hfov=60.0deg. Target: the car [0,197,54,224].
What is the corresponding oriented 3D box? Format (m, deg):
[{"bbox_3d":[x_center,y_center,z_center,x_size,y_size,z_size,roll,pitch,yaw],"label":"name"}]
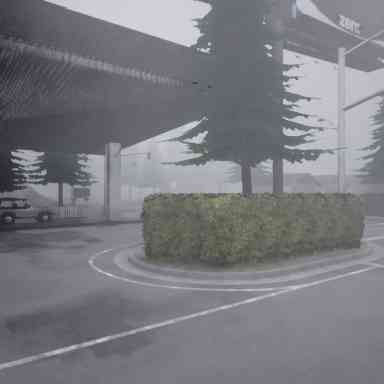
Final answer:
[{"bbox_3d":[-11.937,1.313,23.507,3.866,1.878,1.905,0,0,-36],"label":"car"}]
